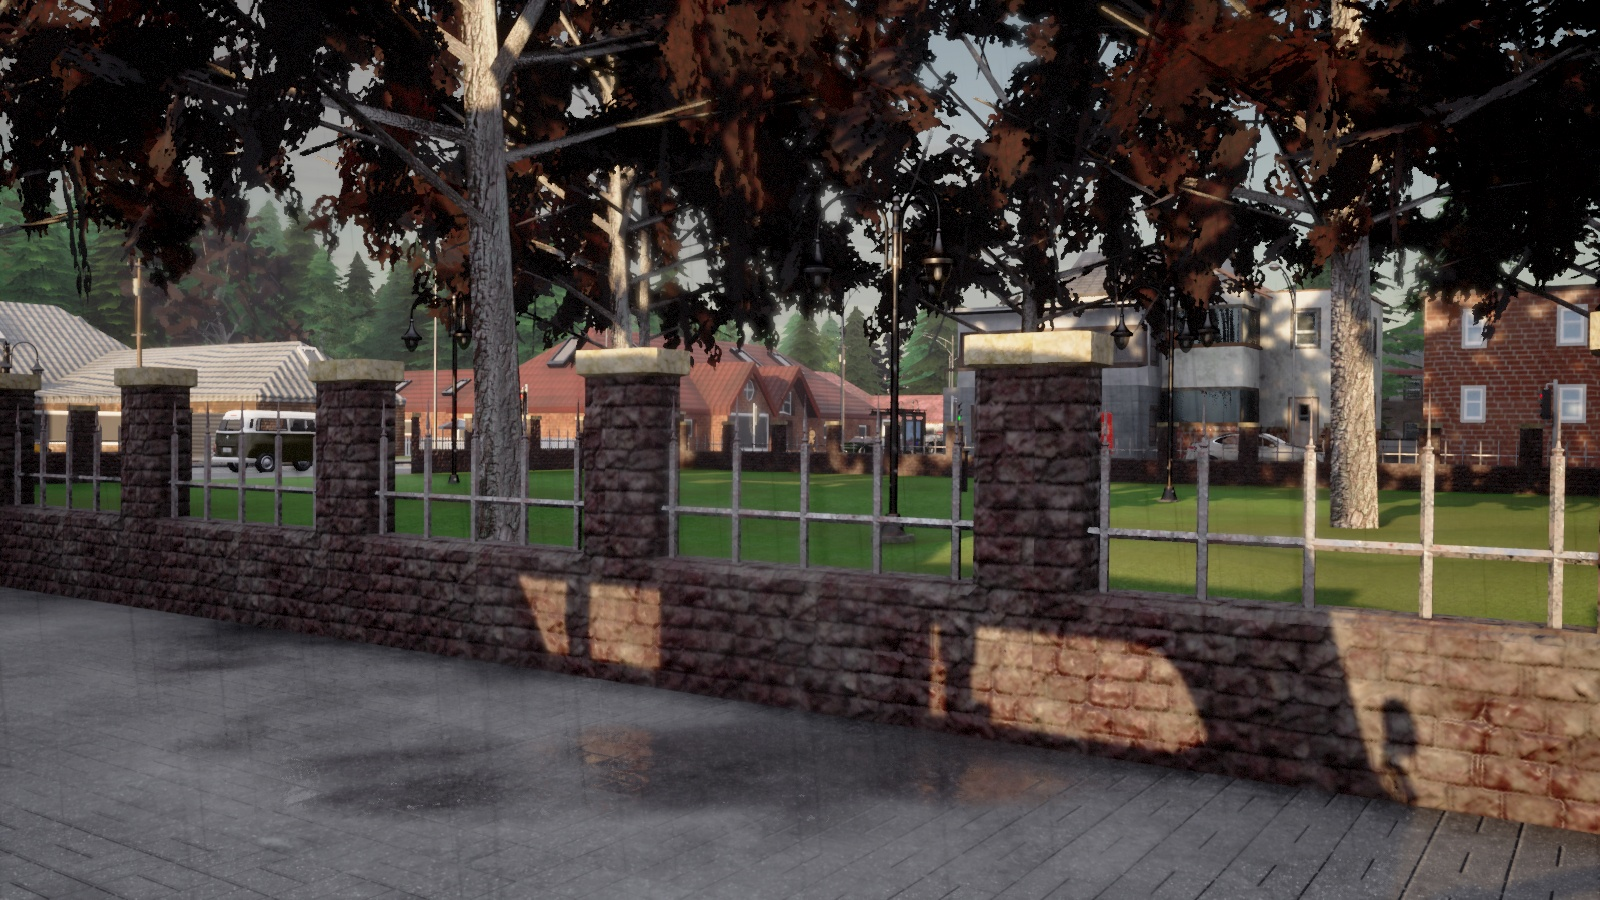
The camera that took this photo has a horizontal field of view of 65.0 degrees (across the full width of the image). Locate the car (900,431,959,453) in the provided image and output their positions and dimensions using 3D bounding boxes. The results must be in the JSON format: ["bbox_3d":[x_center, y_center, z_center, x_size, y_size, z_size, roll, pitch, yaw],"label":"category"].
[{"bbox_3d":[9.185,-0.566,88.792,2.163,1.488,4.792,0,1,34],"label":"car"}]

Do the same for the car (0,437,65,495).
[{"bbox_3d":[-22.672,0.456,33.476,1.882,1.535,5.008,0,1,32],"label":"car"}]

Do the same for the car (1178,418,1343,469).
[{"bbox_3d":[15.818,-0.223,43.176,5.027,1.651,2.152,0,1,31],"label":"car"}]

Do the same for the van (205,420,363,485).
[{"bbox_3d":[-17.129,0.036,41.871,2.069,2.038,4.480,0,1,32],"label":"van"}]

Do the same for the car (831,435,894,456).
[{"bbox_3d":[4.089,-0.314,81.110,1.895,1.301,4.718,0,1,34],"label":"car"}]

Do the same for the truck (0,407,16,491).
[{"bbox_3d":[-25.829,-0.006,35.898,2.627,2.467,5.204,0,0,37],"label":"truck"}]

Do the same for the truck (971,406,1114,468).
[{"bbox_3d":[10.018,-0.550,51.932,5.204,2.467,2.627,0,1,33],"label":"truck"}]
